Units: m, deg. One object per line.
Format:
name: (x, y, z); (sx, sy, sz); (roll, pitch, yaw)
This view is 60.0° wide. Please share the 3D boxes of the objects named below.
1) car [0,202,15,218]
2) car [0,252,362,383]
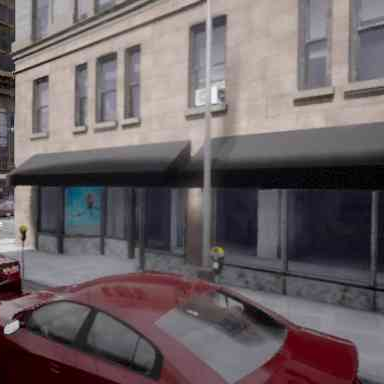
car: (-15.584, 1.585, 28.146); (2.033, 1.411, 5.357); (1, 0, 36)
car: (-0.707, 1.542, 3.457); (4.507, 1.381, 1.887); (0, 1, 36)
